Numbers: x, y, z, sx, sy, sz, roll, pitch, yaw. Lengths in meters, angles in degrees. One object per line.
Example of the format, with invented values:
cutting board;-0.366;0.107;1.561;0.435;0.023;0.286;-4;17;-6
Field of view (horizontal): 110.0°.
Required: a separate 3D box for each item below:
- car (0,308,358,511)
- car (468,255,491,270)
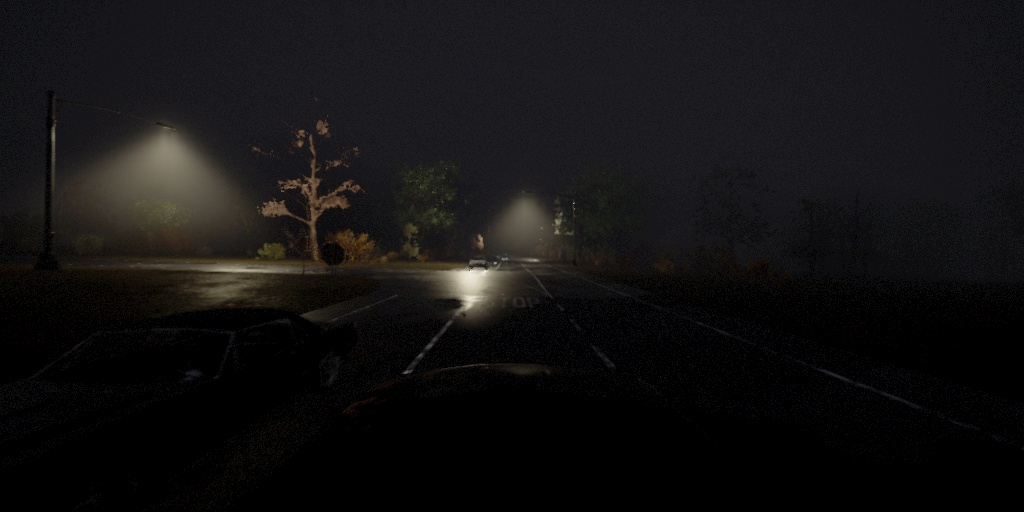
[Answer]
car;-3.504;1.330;3.770;1.895;1.301;4.718;0;1;0
car;-3.565;0.763;38.620;1.812;1.442;4.674;0;-1;0
